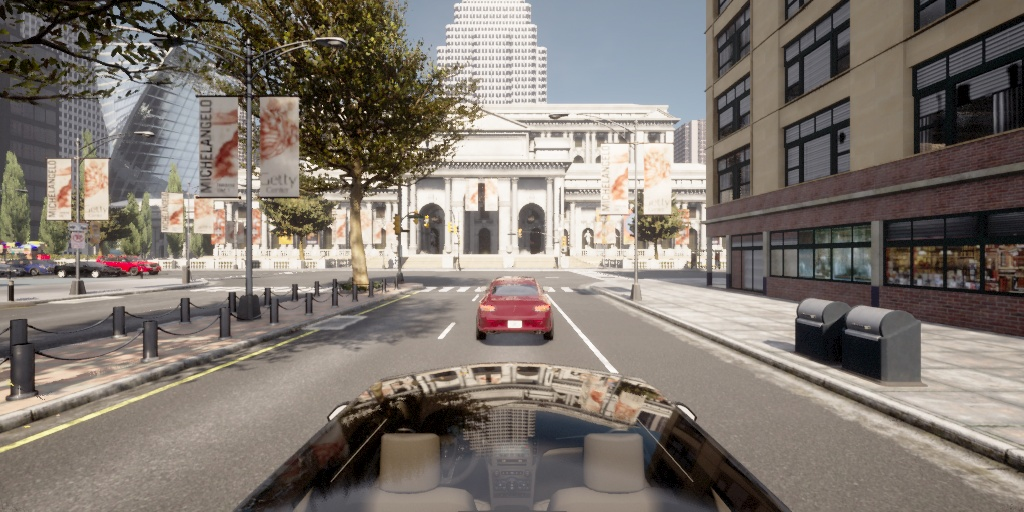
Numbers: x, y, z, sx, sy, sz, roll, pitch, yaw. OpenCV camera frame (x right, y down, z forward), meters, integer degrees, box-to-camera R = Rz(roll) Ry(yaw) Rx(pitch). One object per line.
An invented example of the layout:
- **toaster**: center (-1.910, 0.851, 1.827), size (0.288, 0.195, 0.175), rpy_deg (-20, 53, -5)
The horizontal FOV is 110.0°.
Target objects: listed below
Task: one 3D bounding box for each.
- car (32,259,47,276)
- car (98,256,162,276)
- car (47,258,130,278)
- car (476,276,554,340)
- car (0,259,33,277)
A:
- **car**: center (-49.132, 1.102, 36.802), size (4.553, 1.767, 2.097), rpy_deg (0, 0, -1)
- **car**: center (-39.513, 0.971, 36.863), size (5.566, 2.045, 2.150), rpy_deg (0, 0, 0)
- **car**: center (-39.323, 1.228, 33.360), size (5.008, 1.535, 1.882), rpy_deg (0, 0, 0)
- **car**: center (0.078, 1.276, 9.882), size (1.812, 1.442, 4.674), rpy_deg (0, 0, 0)
- **car**: center (-48.326, 1.276, 33.329), size (4.674, 1.442, 1.812), rpy_deg (0, 0, -1)
